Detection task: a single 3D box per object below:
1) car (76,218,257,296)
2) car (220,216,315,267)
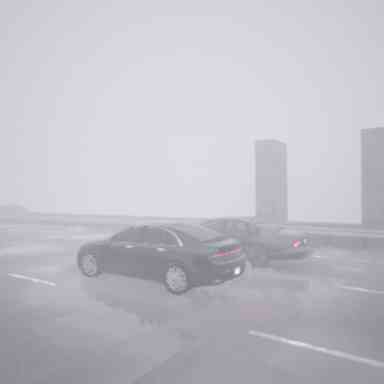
[{"bbox_3d":[-1.007,1.534,8.771,4.892,1.490,1.837,-1,0,34],"label":"car"},{"bbox_3d":[1.334,1.562,11.467,5.357,1.411,2.033,-1,0,34],"label":"car"}]
